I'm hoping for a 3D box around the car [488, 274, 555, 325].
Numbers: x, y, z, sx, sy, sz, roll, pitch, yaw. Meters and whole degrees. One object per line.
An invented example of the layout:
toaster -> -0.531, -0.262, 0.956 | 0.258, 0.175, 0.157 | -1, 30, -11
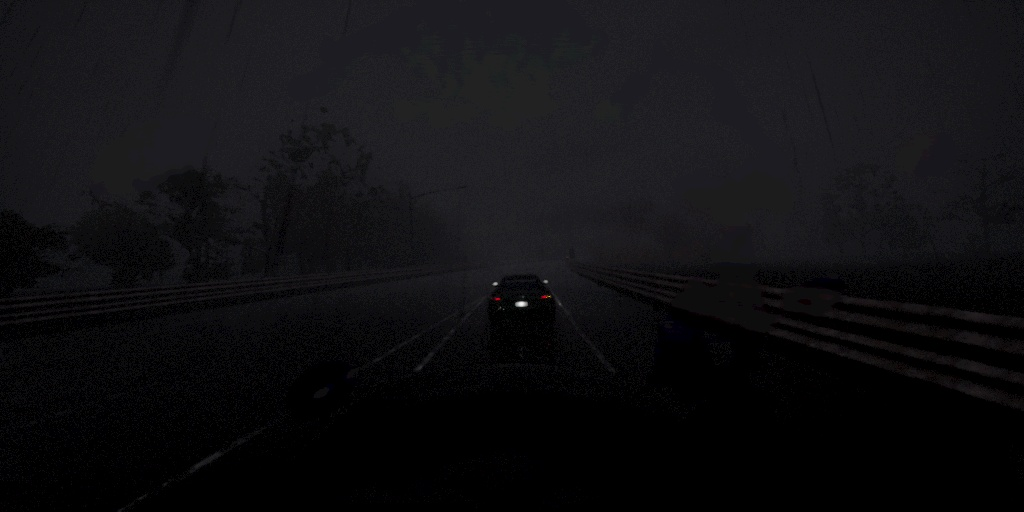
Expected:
car -> 0.306, 1.304, 11.898 | 1.994, 1.385, 4.181 | -3, 0, 1
